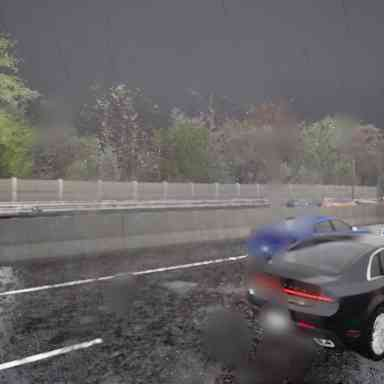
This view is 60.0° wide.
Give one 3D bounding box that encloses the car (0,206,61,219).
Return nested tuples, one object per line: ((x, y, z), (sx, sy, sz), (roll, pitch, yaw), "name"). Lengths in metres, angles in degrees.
((-11.233, 1.607, 21.776), (4.718, 1.301, 1.895), (0, 0, -36), "car")

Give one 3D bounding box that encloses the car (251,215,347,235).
((4.119, 1.499, 10.984), (5.008, 1.535, 1.882), (0, 0, -36), "car")

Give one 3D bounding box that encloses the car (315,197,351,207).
((16.320, 1.444, 37.120), (4.553, 1.767, 2.097), (0, 0, -35), "car")

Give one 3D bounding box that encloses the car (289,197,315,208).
((14.283, 1.443, 39.964), (4.553, 1.767, 2.097), (0, 0, -35), "car")

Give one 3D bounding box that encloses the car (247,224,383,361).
((3.142, 1.518, 5.988), (4.892, 1.490, 1.837), (0, 0, -35), "car")

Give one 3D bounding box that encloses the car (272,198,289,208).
((12.375, 1.596, 42.900), (4.892, 1.490, 1.837), (0, 0, -35), "car")

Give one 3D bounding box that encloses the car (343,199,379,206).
((17.811, 1.690, 33.889), (4.718, 1.301, 1.895), (0, 0, -35), "car")
